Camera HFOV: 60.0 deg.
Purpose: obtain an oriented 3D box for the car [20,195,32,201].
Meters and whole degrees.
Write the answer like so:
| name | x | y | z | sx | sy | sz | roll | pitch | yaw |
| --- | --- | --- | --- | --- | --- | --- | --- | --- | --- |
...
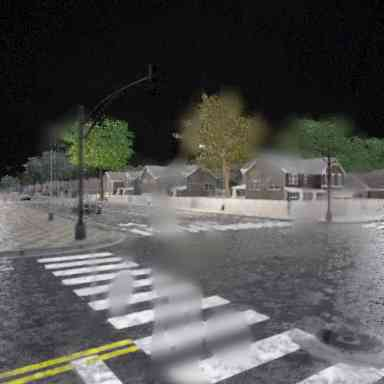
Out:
| name | x | y | z | sx | sy | sz | roll | pitch | yaw |
| --- | --- | --- | --- | --- | --- | --- | --- | --- | --- |
| car | -37.157 | 1.415 | 74.386 | 1.895 | 1.301 | 4.718 | 1 | 0 | -33 |

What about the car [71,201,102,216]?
| name | x | y | z | sx | sy | sz | roll | pitch | yaw |
| --- | --- | --- | --- | --- | --- | --- | --- | --- | --- |
| car | -10.636 | 1.566 | 33.155 | 2.033 | 1.411 | 5.357 | 1 | 0 | -33 |
